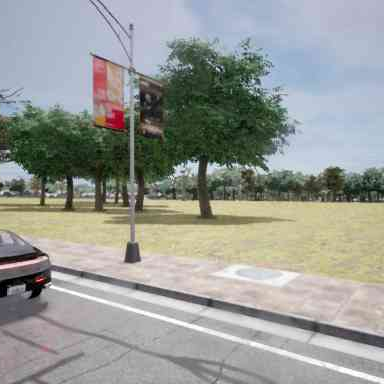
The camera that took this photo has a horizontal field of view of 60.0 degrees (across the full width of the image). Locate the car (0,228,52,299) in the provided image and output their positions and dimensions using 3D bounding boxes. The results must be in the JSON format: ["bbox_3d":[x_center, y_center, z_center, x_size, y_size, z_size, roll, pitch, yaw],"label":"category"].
[{"bbox_3d":[-5.040,1.515,7.253,4.902,1.511,2.128,0,0,36],"label":"car"}]
